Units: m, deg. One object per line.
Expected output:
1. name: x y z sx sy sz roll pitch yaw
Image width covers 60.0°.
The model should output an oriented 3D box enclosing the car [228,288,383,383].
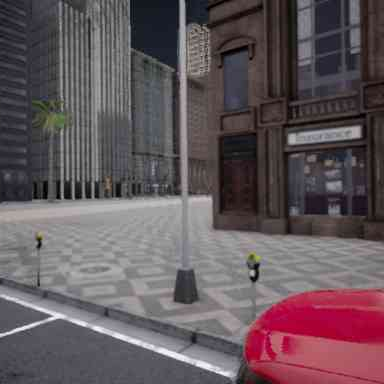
1. car: 2.774 1.199 1.408 5.566 2.045 2.150 -1 -1 35
